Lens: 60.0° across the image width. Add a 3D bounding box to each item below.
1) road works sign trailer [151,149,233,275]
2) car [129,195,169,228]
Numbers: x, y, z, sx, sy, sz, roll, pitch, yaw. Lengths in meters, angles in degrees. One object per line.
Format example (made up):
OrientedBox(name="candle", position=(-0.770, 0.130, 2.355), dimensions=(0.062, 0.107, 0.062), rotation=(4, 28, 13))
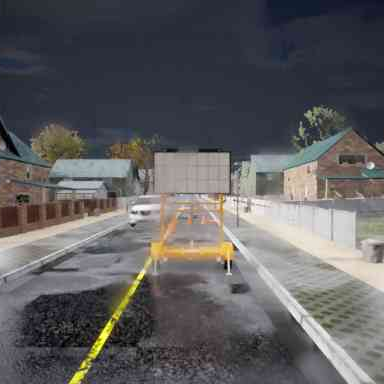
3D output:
OrientedBox(name="road works sign trailer", position=(0.002, 0.467, 10.417), dimensions=(2.380, 3.560, 2.880), rotation=(0, 0, 0))
OrientedBox(name="car", position=(-2.745, 1.226, 22.563), dimensions=(2.150, 2.045, 5.566), rotation=(0, 0, 0))
